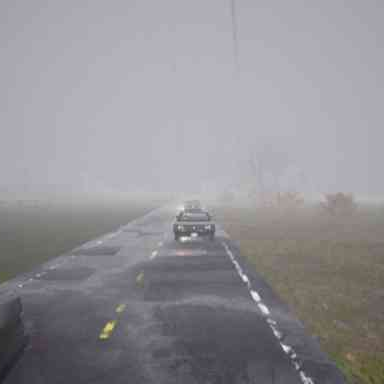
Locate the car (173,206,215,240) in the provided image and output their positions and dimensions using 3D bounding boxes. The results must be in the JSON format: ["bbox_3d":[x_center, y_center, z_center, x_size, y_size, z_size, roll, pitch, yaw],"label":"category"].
[{"bbox_3d":[0.102,1.602,16.985,1.895,1.301,4.718,0,0,0],"label":"car"}]

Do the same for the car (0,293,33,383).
[{"bbox_3d":[-2.847,1.547,1.684,2.033,1.411,5.357,0,0,0],"label":"car"}]

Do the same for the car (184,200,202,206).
[{"bbox_3d":[0.105,1.550,35.722,2.033,1.411,5.357,0,0,0],"label":"car"}]
